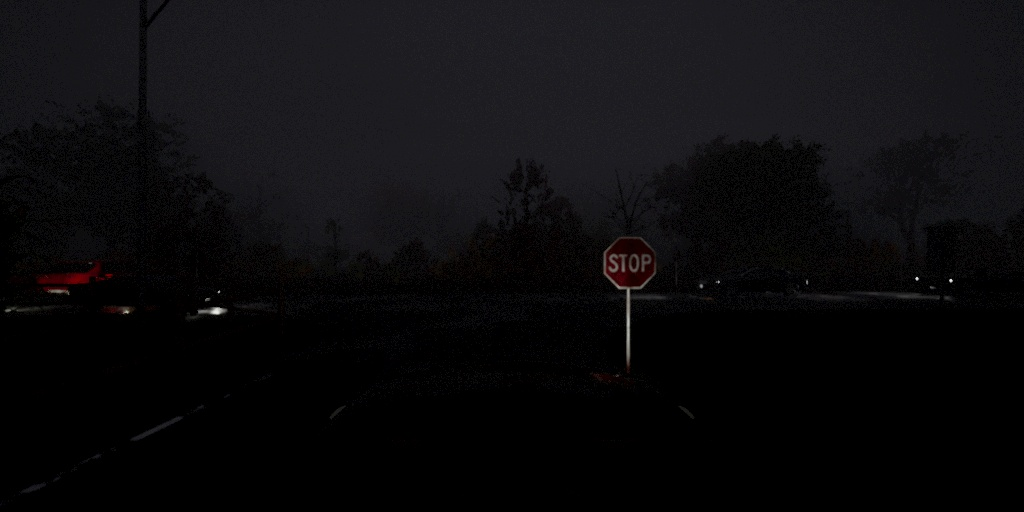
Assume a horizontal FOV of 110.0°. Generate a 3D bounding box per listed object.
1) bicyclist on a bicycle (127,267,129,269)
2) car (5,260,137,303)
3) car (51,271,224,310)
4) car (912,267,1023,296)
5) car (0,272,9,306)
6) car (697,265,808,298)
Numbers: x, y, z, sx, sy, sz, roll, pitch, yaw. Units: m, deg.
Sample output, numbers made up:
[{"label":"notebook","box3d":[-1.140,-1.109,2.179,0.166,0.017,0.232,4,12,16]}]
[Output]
[{"label":"bicyclist on a bicycle","box3d":[-22.488,1.463,21.277,0.582,1.620,1.656,0,0,1]},{"label":"car","box3d":[-22.271,1.221,18.289,5.566,2.045,2.150,0,0,0]},{"label":"car","box3d":[-15.523,1.492,15.233,5.357,1.411,2.033,0,0,1]},{"label":"car","box3d":[23.065,1.235,17.785,4.718,1.301,1.895,0,0,1]},{"label":"car","box3d":[-25.303,1.498,15.336,5.008,1.535,1.882,0,0,1]},{"label":"car","box3d":[11.895,1.218,17.881,4.902,1.511,2.128,-1,0,0]}]
